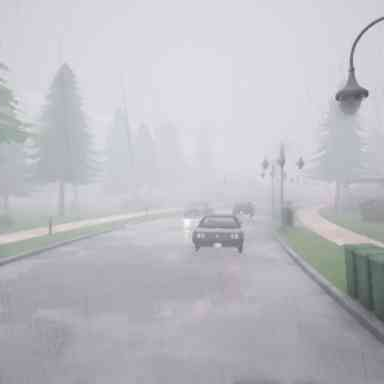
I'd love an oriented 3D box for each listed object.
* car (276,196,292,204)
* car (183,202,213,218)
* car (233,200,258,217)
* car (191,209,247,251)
[{"bbox_3d":[18.569,1.589,66.843,2.128,1.511,4.902,0,0,37],"label":"car"},{"bbox_3d":[0.644,1.570,29.528,1.994,1.385,4.181,0,0,16],"label":"car"},{"bbox_3d":[5.033,1.524,31.450,1.837,1.490,4.892,0,0,17],"label":"car"},{"bbox_3d":[1.220,1.606,14.094,1.895,1.301,4.718,0,0,8],"label":"car"}]
